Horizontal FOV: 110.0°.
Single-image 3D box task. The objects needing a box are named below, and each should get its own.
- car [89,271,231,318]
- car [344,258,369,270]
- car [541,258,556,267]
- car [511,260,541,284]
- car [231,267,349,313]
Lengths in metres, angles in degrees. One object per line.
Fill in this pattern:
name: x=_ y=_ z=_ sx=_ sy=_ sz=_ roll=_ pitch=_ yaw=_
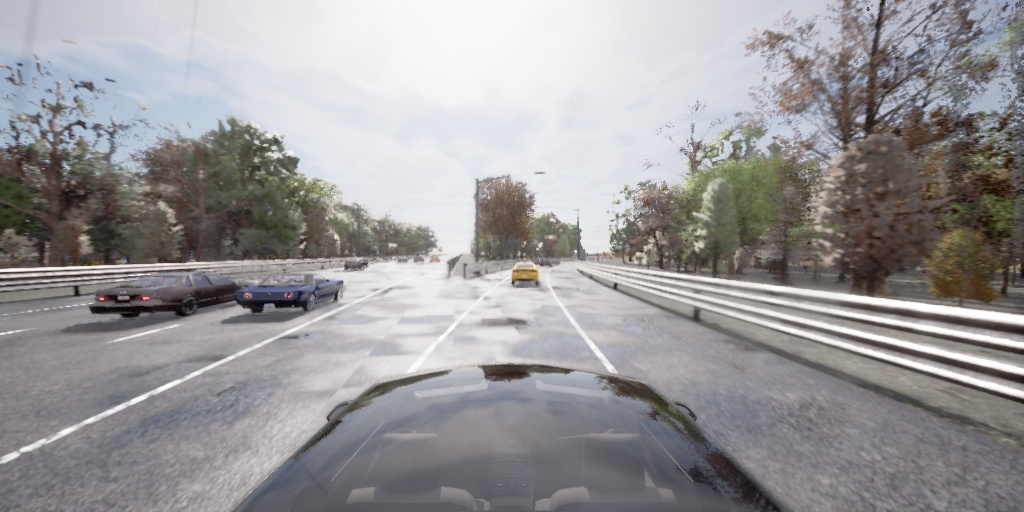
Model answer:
car: x=-11.390 y=1.226 z=12.681 sx=2.033 sy=1.411 sz=5.357 roll=0 pitch=0 yaw=-8
car: x=-19.290 y=0.992 z=44.616 sx=2.128 sy=1.511 sz=4.902 roll=0 pitch=0 yaw=-8
car: x=6.134 y=1.062 z=64.096 sx=2.097 sy=1.767 sz=4.553 roll=0 pitch=0 yaw=12
car: x=1.032 y=1.208 z=26.418 sx=1.882 sy=1.535 sz=5.008 roll=0 pitch=0 yaw=4
car: x=-7.972 y=1.275 z=13.542 sx=1.895 sy=1.301 sz=4.718 roll=0 pitch=0 yaw=-8
